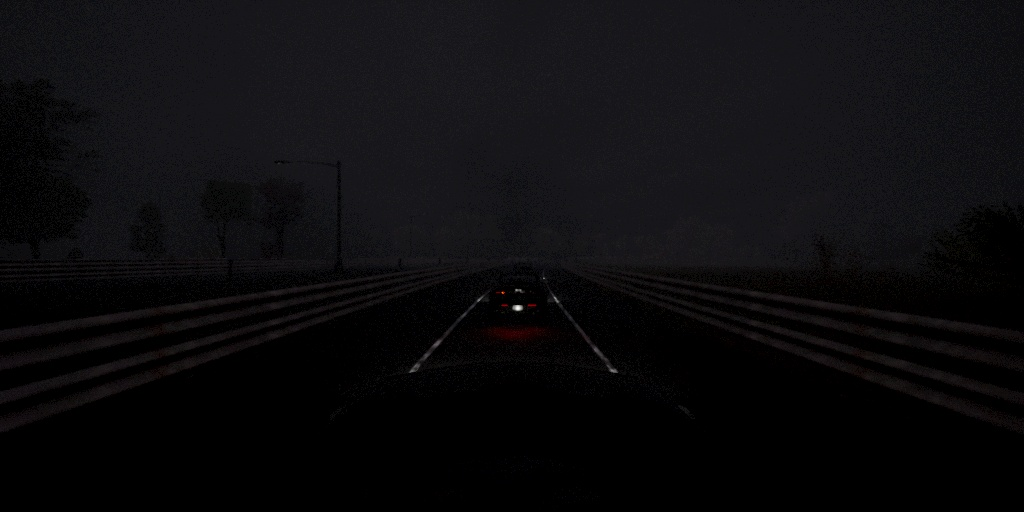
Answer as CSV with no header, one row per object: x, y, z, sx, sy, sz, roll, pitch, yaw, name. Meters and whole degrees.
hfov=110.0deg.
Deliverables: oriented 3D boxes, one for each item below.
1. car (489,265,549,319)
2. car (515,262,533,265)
0.247,1.244,12.757,1.837,1.490,4.892,0,0,2,car
0.926,1.230,28.168,1.837,1.490,4.892,0,1,4,car
